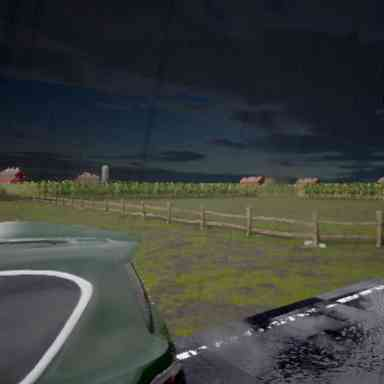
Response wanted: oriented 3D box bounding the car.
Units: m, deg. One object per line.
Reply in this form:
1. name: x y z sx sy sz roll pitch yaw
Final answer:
1. car: -2.590 1.224 1.100 5.566 2.045 2.150 0 0 -35
